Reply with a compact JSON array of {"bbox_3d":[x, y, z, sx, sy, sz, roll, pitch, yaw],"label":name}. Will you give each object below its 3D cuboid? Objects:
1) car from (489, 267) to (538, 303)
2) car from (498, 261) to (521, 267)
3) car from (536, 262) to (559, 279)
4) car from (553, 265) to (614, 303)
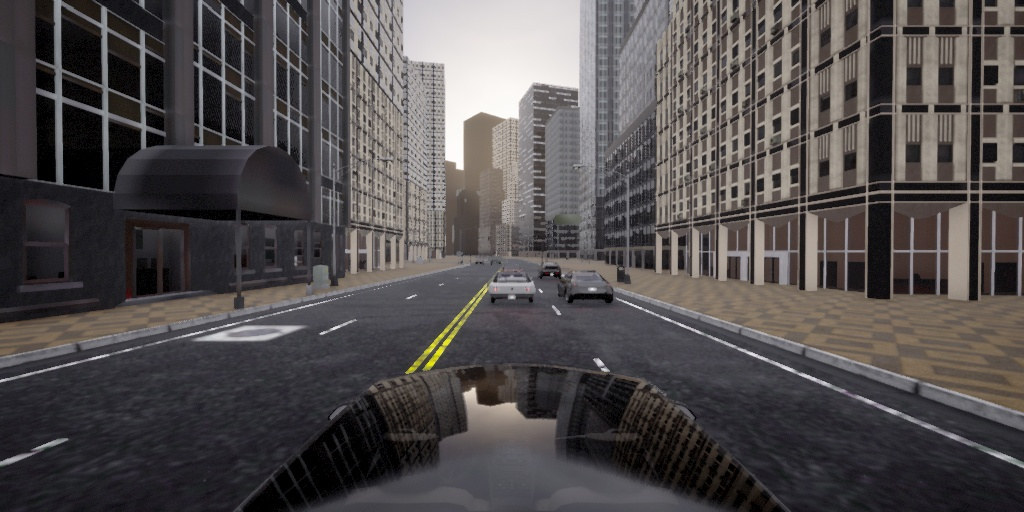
[{"bbox_3d":[0.000,1.357,16.531,1.895,1.301,4.718,0,0,0],"label":"car"},{"bbox_3d":[0.000,1.344,31.532,1.895,1.301,4.718,0,0,0],"label":"car"},{"bbox_3d":[3.250,1.244,31.503,1.837,1.490,4.892,0,0,0],"label":"car"},{"bbox_3d":[3.250,1.313,16.502,1.994,1.385,4.181,0,0,0],"label":"car"}]
